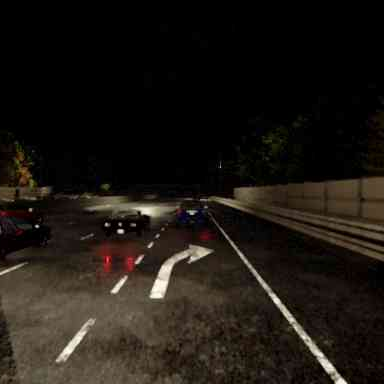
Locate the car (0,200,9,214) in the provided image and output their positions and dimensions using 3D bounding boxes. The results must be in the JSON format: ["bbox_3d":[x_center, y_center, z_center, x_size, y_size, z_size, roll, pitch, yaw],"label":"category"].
[{"bbox_3d":[-21.089,1.579,34.396,1.994,1.385,4.181,0,0,0],"label":"car"}]

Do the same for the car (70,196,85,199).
[{"bbox_3d":[-24.505,1.496,72.960,1.895,1.301,4.718,0,0,0],"label":"car"}]

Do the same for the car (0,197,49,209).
[{"bbox_3d":[-10.401,1.352,19.080,2.097,1.767,4.553,0,0,0],"label":"car"}]

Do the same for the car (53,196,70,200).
[{"bbox_3d":[-28.005,1.579,72.818,1.994,1.385,4.181,0,0,0],"label":"car"}]

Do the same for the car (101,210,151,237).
[{"bbox_3d":[-3.399,1.600,18.086,1.895,1.301,4.718,0,0,0],"label":"car"}]

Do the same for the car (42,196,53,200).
[{"bbox_3d":[-31.505,1.517,71.797,2.128,1.511,4.902,0,0,0],"label":"car"}]

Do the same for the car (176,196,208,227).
[{"bbox_3d":[-0.002,1.353,22.859,2.097,1.767,4.553,0,0,0],"label":"car"}]

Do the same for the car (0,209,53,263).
[{"bbox_3d":[-6.900,1.546,11.790,2.033,1.411,5.357,0,0,0],"label":"car"}]
